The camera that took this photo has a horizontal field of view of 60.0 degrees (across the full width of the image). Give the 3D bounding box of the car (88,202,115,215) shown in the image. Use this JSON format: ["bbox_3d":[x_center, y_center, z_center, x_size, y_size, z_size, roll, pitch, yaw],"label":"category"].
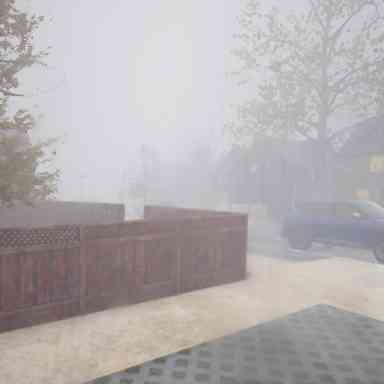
[{"bbox_3d":[-11.629,2.049,42.453,1.812,1.442,4.674,2,-2,-34],"label":"car"}]

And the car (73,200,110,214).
[{"bbox_3d":[-11.287,1.747,36.946,2.097,1.767,4.553,2,-2,-35],"label":"car"}]

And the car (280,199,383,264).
[{"bbox_3d":[5.883,1.286,12.298,2.150,2.045,5.566,2,-2,-35],"label":"car"}]

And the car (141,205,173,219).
[{"bbox_3d":[-1.903,1.713,23.446,1.837,1.490,4.892,2,-2,-35],"label":"car"}]

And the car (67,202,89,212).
[{"bbox_3d":[-17.316,2.250,50.512,1.895,1.301,4.718,2,-2,-35],"label":"car"}]
